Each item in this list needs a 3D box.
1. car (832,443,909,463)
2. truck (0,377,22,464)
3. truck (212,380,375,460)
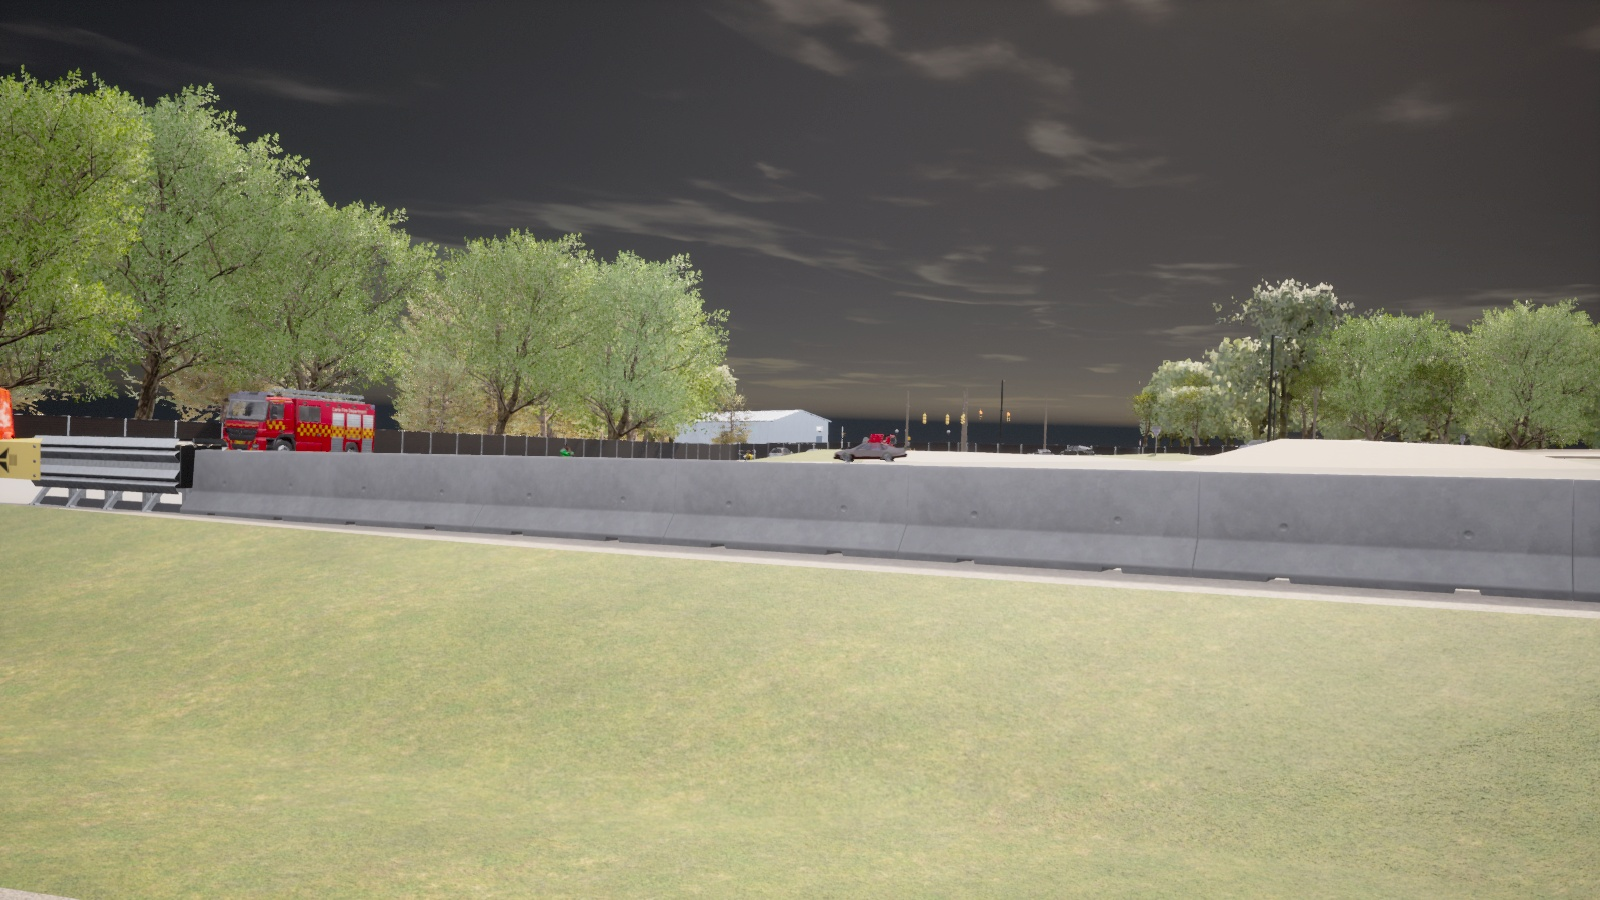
[{"bbox_3d":[5.108,0.217,90.958,5.357,1.411,2.033,0,0,12],"label":"car"},{"bbox_3d":[-24.556,-0.862,36.545,2.627,2.467,5.204,1,0,-25],"label":"truck"},{"bbox_3d":[-27.450,-1.527,68.603,2.891,3.827,8.468,4,0,23],"label":"truck"}]
